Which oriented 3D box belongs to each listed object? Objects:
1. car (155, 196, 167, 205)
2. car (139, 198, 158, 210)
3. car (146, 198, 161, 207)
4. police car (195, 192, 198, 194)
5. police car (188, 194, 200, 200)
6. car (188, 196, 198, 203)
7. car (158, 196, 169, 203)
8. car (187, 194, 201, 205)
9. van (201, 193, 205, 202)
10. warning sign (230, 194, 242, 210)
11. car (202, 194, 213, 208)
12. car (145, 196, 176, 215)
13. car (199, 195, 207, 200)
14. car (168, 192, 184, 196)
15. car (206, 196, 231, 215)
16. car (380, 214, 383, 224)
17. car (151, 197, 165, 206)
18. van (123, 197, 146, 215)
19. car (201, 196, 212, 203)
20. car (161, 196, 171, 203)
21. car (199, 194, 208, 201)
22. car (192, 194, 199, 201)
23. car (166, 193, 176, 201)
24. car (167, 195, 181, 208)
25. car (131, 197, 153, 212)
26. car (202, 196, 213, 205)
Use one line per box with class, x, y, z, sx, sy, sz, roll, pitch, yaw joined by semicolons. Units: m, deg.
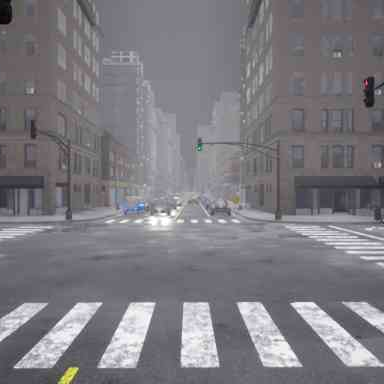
car;-5.718;1.536;61.477;1.752;1.417;4.829;0;0;0
car;-5.757;1.575;44.642;1.947;1.339;4.313;0;0;0
car;-5.744;1.592;50.311;1.802;1.307;4.206;0;0;0
police car;0.979;1.433;79.382;1.930;1.638;5.238;0;0;-1
police car;0.493;1.428;95.305;1.930;1.638;5.238;0;0;-16
car;0.217;1.611;69.673;1.895;1.301;4.718;0;0;1
car;-5.704;1.576;67.315;1.947;1.339;4.313;0;0;0
car;0.238;1.537;59.428;1.812;1.442;4.674;0;0;1
van;2.795;1.352;55.965;1.690;1.788;3.998;0;0;0
warning sign;5.157;1.124;39.276;1.300;1.860;1.060;0;0;0
car;2.769;1.450;44.626;1.967;1.590;4.097;0;0;0
car;-3.028;1.498;33.449;2.128;1.511;4.902;0;0;0
car;2.875;1.571;89.981;1.947;1.339;4.313;0;0;0
car;-2.962;1.232;54.424;2.150;2.045;5.566;0;0;0
car;2.742;1.447;33.288;1.967;1.590;4.097;0;0;0
car;14.333;1.523;20.648;4.892;1.490;1.837;0;0;0
car;-5.731;1.577;55.979;1.947;1.339;4.313;0;0;0
van;-5.784;1.348;33.306;1.690;1.788;3.998;0;0;0
car;2.822;1.561;67.303;2.008;1.369;4.403;0;0;0
car;-5.691;1.554;72.983;1.887;1.381;4.507;0;0;0
car;2.861;1.321;84.311;2.192;1.841;5.009;0;0;0
car;0.993;1.461;89.477;1.801;1.575;5.366;0;0;0
car;-5.651;1.320;89.989;2.192;1.841;5.009;0;0;0
car;-3.000;1.501;43.694;2.128;1.511;4.902;0;0;0
car;-5.770;1.448;38.974;1.967;1.590;4.097;0;0;0
car;2.809;1.536;61.804;1.752;1.417;4.829;0;0;0
